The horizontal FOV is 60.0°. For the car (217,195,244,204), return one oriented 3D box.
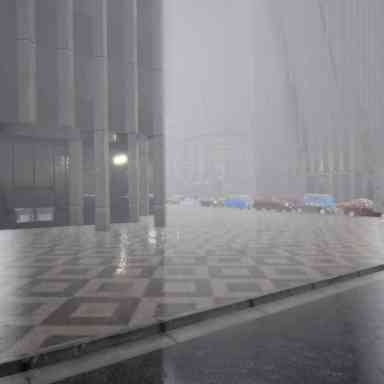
[{"bbox_3d":[6.405,1.295,56.484,1.752,1.417,4.829,-1,1,-35],"label":"car"}]

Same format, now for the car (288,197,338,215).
[{"bbox_3d":[12.385,1.548,33.412,2.008,1.369,4.403,-1,1,-35],"label":"car"}]

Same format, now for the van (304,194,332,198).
[{"bbox_3d":[16.125,1.178,42.849,1.690,1.788,3.998,-1,1,-35],"label":"van"}]

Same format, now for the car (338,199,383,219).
[{"bbox_3d":[15.595,1.566,28.914,1.887,1.381,4.507,-1,1,-35],"label":"car"}]

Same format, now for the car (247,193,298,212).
[{"bbox_3d":[9.174,1.289,37.907,2.192,1.841,5.009,-1,1,-35],"label":"car"}]

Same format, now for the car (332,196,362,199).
[{"bbox_3d":[19.234,1.384,38.492,1.752,1.417,4.829,-1,1,-35],"label":"car"}]

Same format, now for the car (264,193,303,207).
[{"bbox_3d":[12.916,1.129,47.347,2.192,1.841,5.009,-1,1,-35],"label":"car"}]

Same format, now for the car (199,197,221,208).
[{"bbox_3d":[2.756,1.370,46.903,1.967,1.590,4.097,-1,1,-35],"label":"car"}]

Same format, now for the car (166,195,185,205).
[{"bbox_3d":[-3.663,1.437,55.899,2.008,1.369,4.403,-1,1,-35],"label":"car"}]

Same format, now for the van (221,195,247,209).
[{"bbox_3d":[5.964,1.293,42.405,1.690,1.788,3.998,-1,1,-35],"label":"van"}]

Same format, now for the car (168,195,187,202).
[{"bbox_3d":[-3.120,1.256,69.842,2.008,1.369,4.403,-1,1,-35],"label":"car"}]
